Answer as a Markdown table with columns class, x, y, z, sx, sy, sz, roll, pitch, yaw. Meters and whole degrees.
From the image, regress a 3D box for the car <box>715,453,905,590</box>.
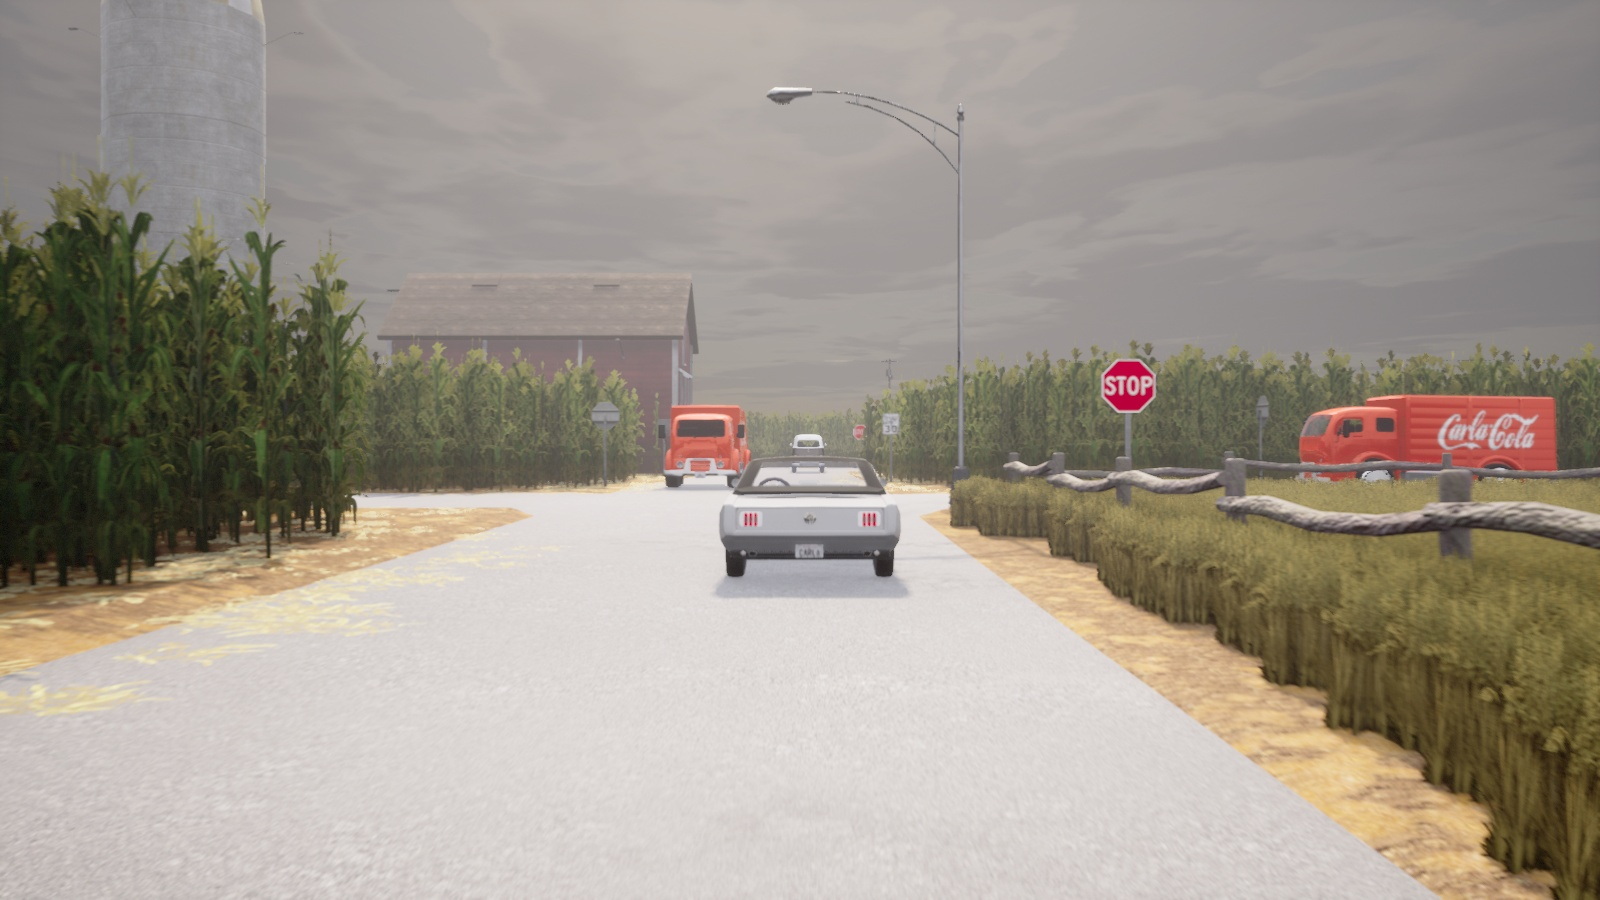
| class | x | y | z | sx | sy | sz | roll | pitch | yaw |
| --- | --- | --- | --- | --- | --- | --- | --- | --- | --- |
| car | 0.109 | 0.715 | 14.864 | 1.895 | 1.301 | 4.718 | 0 | 1 | 0 |

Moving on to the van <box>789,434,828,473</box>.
| class | x | y | z | sx | sy | sz | roll | pitch | yaw |
| --- | --- | --- | --- | --- | --- | --- | --- | --- | --- |
| van | 0.444 | 0.184 | 68.432 | 2.069 | 2.038 | 4.480 | 0 | 0 | 0 |

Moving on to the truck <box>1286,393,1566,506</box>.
| class | x | y | z | sx | sy | sz | roll | pitch | yaw |
| --- | --- | --- | --- | --- | --- | --- | --- | --- | --- |
| truck | 14.455 | -0.008 | 29.303 | 5.204 | 2.467 | 2.627 | 1 | 0 | 0 |

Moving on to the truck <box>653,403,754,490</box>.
| class | x | y | z | sx | sy | sz | roll | pitch | yaw |
| --- | --- | --- | --- | --- | --- | --- | --- | --- | --- |
| truck | -2.844 | -0.128 | 38.308 | 2.627 | 2.467 | 5.204 | 0 | 0 | 0 |
